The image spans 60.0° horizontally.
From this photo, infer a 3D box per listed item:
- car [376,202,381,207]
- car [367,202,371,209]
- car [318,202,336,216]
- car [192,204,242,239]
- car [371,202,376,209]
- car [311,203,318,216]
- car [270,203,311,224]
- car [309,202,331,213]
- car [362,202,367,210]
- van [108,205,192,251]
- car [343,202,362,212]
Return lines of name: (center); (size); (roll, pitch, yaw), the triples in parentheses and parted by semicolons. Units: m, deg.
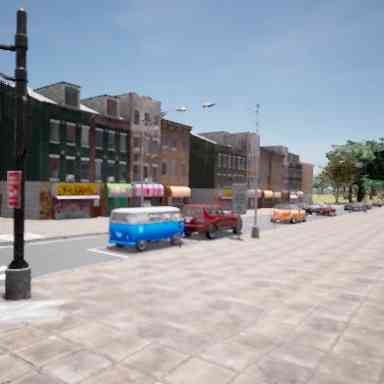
car: (45.140, 3.025, 81.430); (1.887, 1.381, 4.507); (1, -1, 36)
car: (32.572, 2.675, 63.835); (1.887, 1.381, 4.507); (1, -1, 36)
car: (16.861, 2.267, 41.840); (1.887, 1.381, 4.507); (1, 0, 36)
car: (1.153, 1.661, 19.847); (2.192, 1.841, 5.009); (1, 0, 36)
car: (35.714, 2.767, 68.234); (2.008, 1.369, 4.403); (1, -1, 36)
car: (13.682, 2.123, 41.816); (2.128, 1.511, 4.902); (2, 0, 36)
car: (8.855, 1.879, 30.414); (2.097, 1.767, 4.553); (2, 0, 36)
car: (19.053, 2.291, 49.424); (1.812, 1.442, 4.674); (2, 0, 36)
car: (29.430, 2.596, 59.436); (2.008, 1.369, 4.403); (1, -1, 36)
van: (-1.990, 1.616, 15.449); (1.690, 1.788, 3.998); (1, 0, 36)
car: (26.288, 2.528, 55.037); (1.947, 1.339, 4.313); (1, -1, 36)
